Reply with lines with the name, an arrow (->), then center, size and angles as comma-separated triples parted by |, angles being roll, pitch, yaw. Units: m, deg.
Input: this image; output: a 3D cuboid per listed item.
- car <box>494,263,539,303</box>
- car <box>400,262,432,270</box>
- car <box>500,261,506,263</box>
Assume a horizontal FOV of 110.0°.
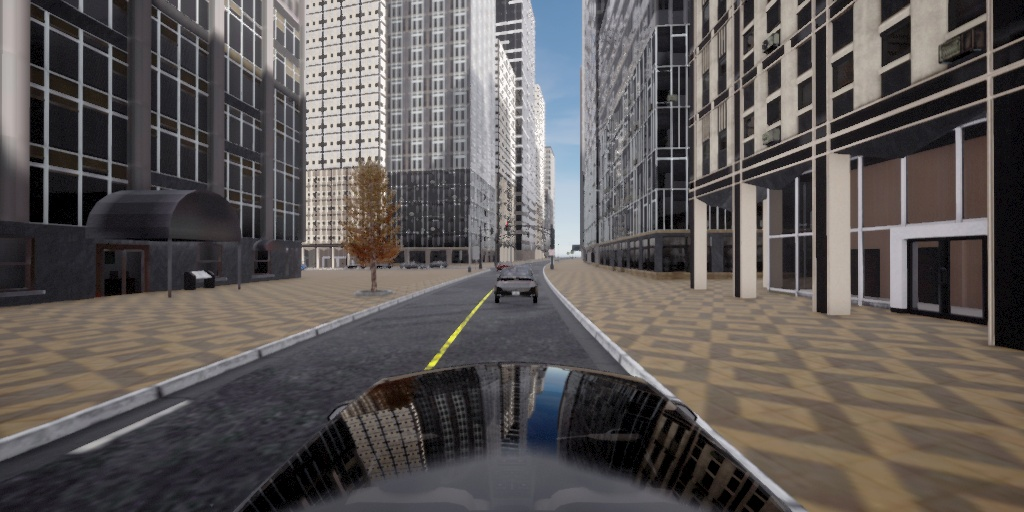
car -> 0.224, 1.241, 16.450 | 2.128, 1.511, 4.902 | 0, 0, 2
car -> -15.422, 1.530, 56.278 | 4.403, 1.370, 2.007 | 0, 0, 13
car -> -0.914, 1.376, 47.198 | 1.895, 1.301, 4.718 | 0, 0, 5
